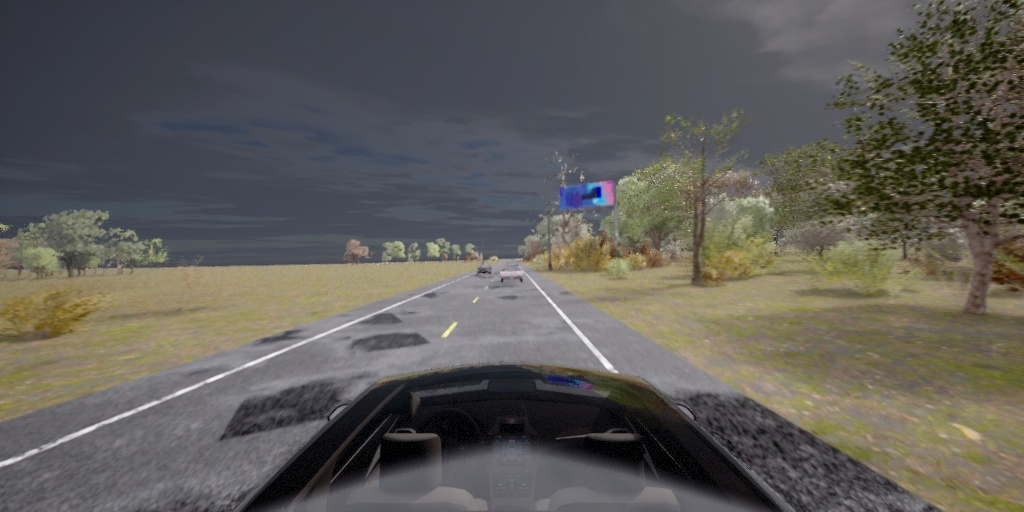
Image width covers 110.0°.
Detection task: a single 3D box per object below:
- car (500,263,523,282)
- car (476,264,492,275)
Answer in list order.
[{"bbox_3d":[-0.013,1.515,30.893,1.895,1.301,4.718,-2,0,0],"label":"car"},{"bbox_3d":[-3.530,1.715,46.630,2.033,1.411,5.357,-2,0,0],"label":"car"}]
